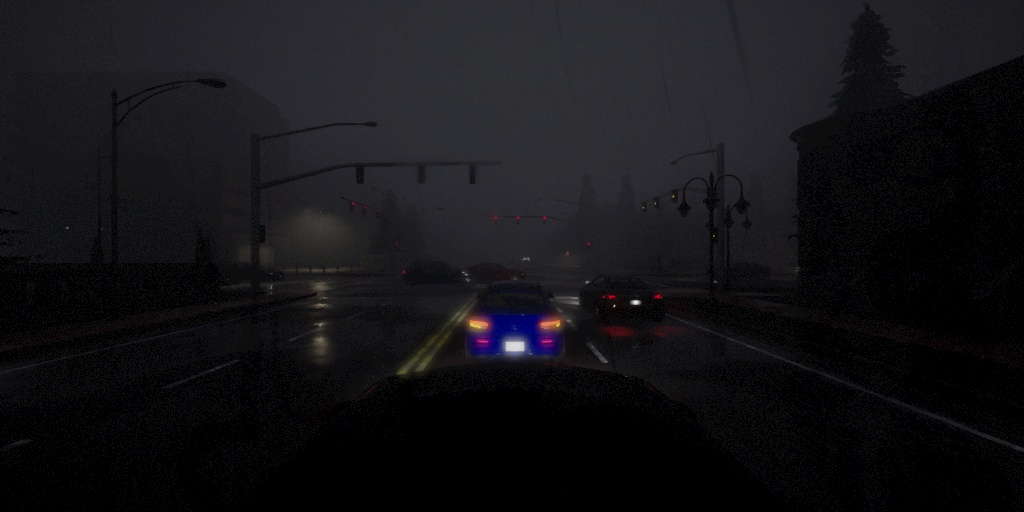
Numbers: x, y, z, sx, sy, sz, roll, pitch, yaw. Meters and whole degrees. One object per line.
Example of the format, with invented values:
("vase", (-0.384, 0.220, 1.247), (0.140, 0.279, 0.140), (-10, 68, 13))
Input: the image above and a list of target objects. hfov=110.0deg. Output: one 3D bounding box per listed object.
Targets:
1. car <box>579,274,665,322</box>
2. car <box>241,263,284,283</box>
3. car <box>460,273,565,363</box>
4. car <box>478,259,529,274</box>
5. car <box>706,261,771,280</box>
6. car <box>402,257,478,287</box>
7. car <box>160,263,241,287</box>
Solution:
("car", (3.580, 1.314, 12.362), (1.994, 1.385, 4.181), (0, 0, 0))
("car", (-20.024, 1.276, 27.415), (4.674, 1.442, 1.812), (0, 0, 0))
("car", (0.063, 1.276, 8.010), (1.812, 1.442, 4.674), (0, 0, 0))
("car", (-1.435, 1.227, 27.095), (5.008, 1.535, 1.882), (0, 0, 2))
("car", (19.370, 1.228, 30.769), (5.008, 1.535, 1.882), (0, 0, -1))
("car", (-4.803, 1.101, 23.673), (4.553, 1.767, 2.097), (0, 0, 2))
("car", (-21.292, 1.276, 23.916), (4.674, 1.442, 1.812), (0, 0, 0))
